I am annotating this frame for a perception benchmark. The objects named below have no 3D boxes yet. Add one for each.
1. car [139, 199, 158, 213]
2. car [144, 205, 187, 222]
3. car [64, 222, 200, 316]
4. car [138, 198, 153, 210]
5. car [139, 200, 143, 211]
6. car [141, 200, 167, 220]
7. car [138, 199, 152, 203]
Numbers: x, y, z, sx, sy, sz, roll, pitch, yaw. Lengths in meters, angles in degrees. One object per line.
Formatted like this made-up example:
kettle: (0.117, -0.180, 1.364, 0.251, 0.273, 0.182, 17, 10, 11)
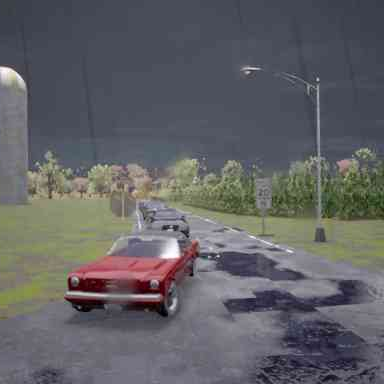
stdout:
car: (-5.608, 1.682, 42.084, 2.128, 1.511, 4.902, -1, 0, -10)
car: (-1.353, 1.649, 17.798, 1.994, 1.385, 4.181, -1, 0, -10)
car: (-1.020, 1.659, 7.853, 1.895, 1.301, 4.718, -1, 0, 9)
car: (-6.733, 1.695, 48.170, 1.882, 1.535, 5.008, -1, 0, -11)
car: (-3.417, 1.701, 29.866, 1.994, 1.385, 4.181, -1, 0, -10)
car: (-2.306, 1.600, 23.444, 2.128, 1.511, 4.902, -1, 0, -10)
car: (-4.455, 1.710, 35.732, 2.033, 1.411, 5.357, -1, 0, -10)
